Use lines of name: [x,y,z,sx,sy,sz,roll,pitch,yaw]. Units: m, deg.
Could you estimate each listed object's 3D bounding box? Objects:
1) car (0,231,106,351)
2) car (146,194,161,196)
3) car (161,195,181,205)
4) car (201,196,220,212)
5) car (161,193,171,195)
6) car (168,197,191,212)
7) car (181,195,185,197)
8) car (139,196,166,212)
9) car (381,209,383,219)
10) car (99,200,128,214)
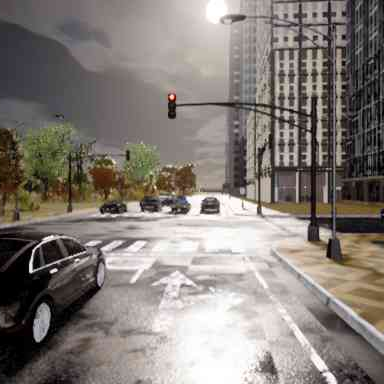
car: [-3.022,1.496,6.175,1.837,1.490,4.892,0,-1,1]
car: [-6.744,1.307,51.744,2.097,1.767,4.553,0,0,5]
car: [-3.406,1.520,52.587,1.994,1.385,4.181,0,0,6]
car: [2.171,1.318,38.422,2.097,1.767,4.553,0,0,5]
car: [-5.448,1.173,66.994,2.150,2.045,5.566,0,0,5]
car: [-1.182,1.568,37.326,1.895,1.301,4.718,0,0,5]
car: [-2.170,1.430,67.254,1.882,1.535,5.008,0,0,5]
car: [-4.572,1.471,37.990,1.837,1.490,4.892,0,0,3]
car: [15.746,1.291,22.868,5.008,1.535,1.882,-1,0,5]
car: [-8.115,1.530,34.686,1.994,1.385,4.181,0,0,5]
